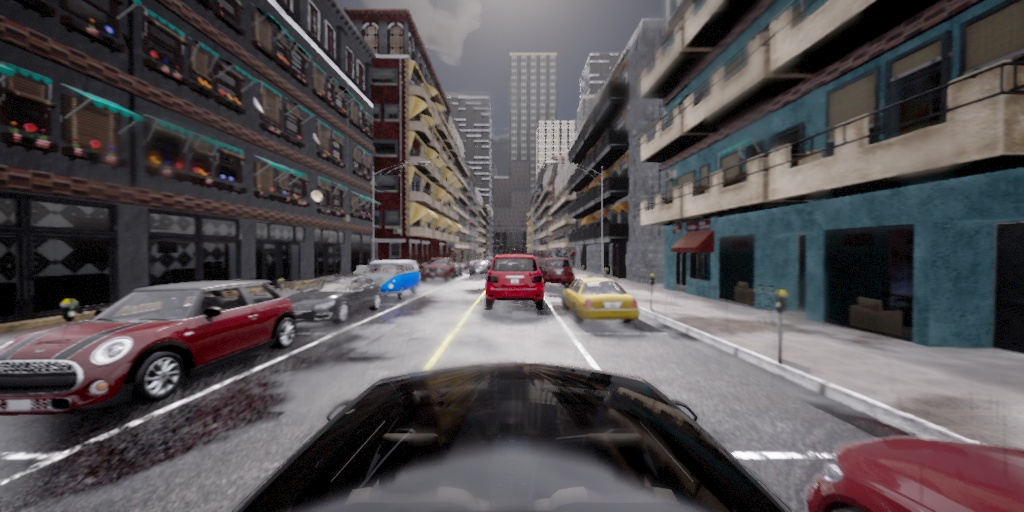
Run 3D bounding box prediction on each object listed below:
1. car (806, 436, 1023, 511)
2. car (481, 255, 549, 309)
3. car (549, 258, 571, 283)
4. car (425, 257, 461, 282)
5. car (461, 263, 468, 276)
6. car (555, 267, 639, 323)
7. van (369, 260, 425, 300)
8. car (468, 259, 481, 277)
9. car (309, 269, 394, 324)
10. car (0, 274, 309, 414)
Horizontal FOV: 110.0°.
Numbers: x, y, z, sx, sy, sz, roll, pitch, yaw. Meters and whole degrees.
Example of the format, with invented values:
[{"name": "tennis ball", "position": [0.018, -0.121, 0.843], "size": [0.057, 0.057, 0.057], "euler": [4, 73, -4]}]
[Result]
[{"name": "car", "position": [2.689, 1.334, 0.485], "size": [1.802, 1.307, 4.207], "euler": [0, 0, 0]}, {"name": "car", "position": [0.097, 0.959, 15.003], "size": [2.150, 2.045, 5.566], "euler": [0, 0, 0]}, {"name": "car", "position": [2.683, 1.044, 22.893], "size": [2.192, 1.841, 5.009], "euler": [0, 0, 0]}, {"name": "car", "position": [-5.689, 1.037, 28.522], "size": [2.192, 1.841, 5.009], "euler": [0, 0, 0]}, {"name": "car", "position": [-5.708, 1.268, 34.124], "size": [2.007, 1.370, 4.403], "euler": [0, 0, 0]}, {"name": "car", "position": [2.686, 1.266, 11.859], "size": [1.751, 1.417, 4.829], "euler": [0, 0, 0]}, {"name": "van", "position": [-5.663, 1.075, 17.318], "size": [1.690, 1.789, 3.998], "euler": [0, 0, 0]}, {"name": "car", "position": [-3.097, 1.209, 35.488], "size": [2.128, 1.511, 4.902], "euler": [0, 0, 0]}, {"name": "car", "position": [-5.662, 1.290, 11.715], "size": [2.007, 1.370, 4.403], "euler": [0, 0, 0]}, {"name": "car", "position": [-5.660, 1.185, 6.113], "size": [1.967, 1.591, 4.097], "euler": [0, 0, 0]}]
